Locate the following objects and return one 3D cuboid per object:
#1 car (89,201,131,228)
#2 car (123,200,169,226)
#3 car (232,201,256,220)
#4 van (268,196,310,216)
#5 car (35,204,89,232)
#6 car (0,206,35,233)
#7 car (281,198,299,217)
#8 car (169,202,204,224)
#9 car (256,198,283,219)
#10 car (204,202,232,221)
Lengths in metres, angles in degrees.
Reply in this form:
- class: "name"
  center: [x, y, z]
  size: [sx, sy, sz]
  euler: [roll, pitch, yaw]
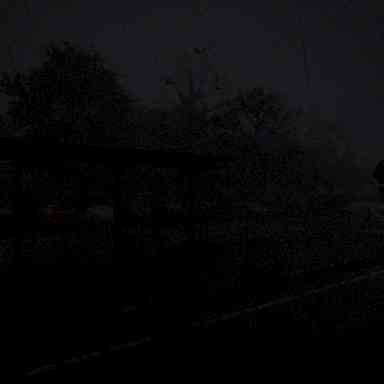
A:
- class: "car"
  center: [-6.164, 1.557, 22.316]
  size: [2.002, 1.452, 4.674]
  euler: [0, 0, -36]
- class: "car"
  center: [-3.927, 1.402, 23.959]
  size: [2.185, 1.767, 4.553]
  euler: [0, 0, -36]
- class: "car"
  center: [2.845, 1.591, 28.802]
  size: [2.163, 1.488, 4.792]
  euler: [0, 0, -36]
- class: "van"
  center: [9.701, 1.372, 33.529]
  size: [1.878, 1.987, 4.442]
  euler: [0, 0, -36]
- class: "car"
  center: [-8.420, 1.507, 20.698]
  size: [2.097, 1.535, 5.008]
  euler: [0, 0, -36]
- class: "car"
  center: [-10.679, 1.537, 19.083]
  size: [2.002, 1.452, 4.674]
  euler: [0, 0, -36]
- class: "car"
  center: [7.359, 1.615, 32.033]
  size: [2.163, 1.488, 4.792]
  euler: [0, 0, -36]
- class: "car"
  center: [-1.655, 1.539, 25.553]
  size: [2.097, 1.535, 5.008]
  euler: [0, 0, -36]
- class: "car"
  center: [5.226, 1.570, 30.242]
  size: [1.946, 1.575, 5.366]
  euler: [0, 0, -36]
- class: "car"
  center: [0.609, 1.551, 27.159]
  size: [2.231, 1.521, 4.892]
  euler: [0, 0, -36]
